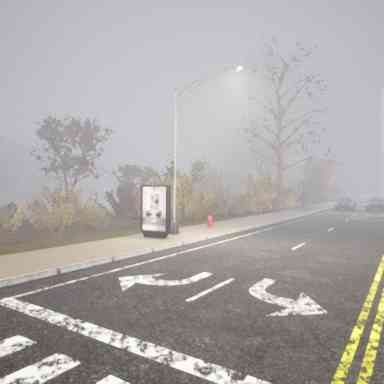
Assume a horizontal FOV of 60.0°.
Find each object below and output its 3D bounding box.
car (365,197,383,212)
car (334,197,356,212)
[{"bbox_3d":[21.254,1.388,38.326,2.097,1.767,4.553,0,0,30],"label":"car"},{"bbox_3d":[18.438,1.385,39.950,2.097,1.767,4.553,0,0,30],"label":"car"}]
